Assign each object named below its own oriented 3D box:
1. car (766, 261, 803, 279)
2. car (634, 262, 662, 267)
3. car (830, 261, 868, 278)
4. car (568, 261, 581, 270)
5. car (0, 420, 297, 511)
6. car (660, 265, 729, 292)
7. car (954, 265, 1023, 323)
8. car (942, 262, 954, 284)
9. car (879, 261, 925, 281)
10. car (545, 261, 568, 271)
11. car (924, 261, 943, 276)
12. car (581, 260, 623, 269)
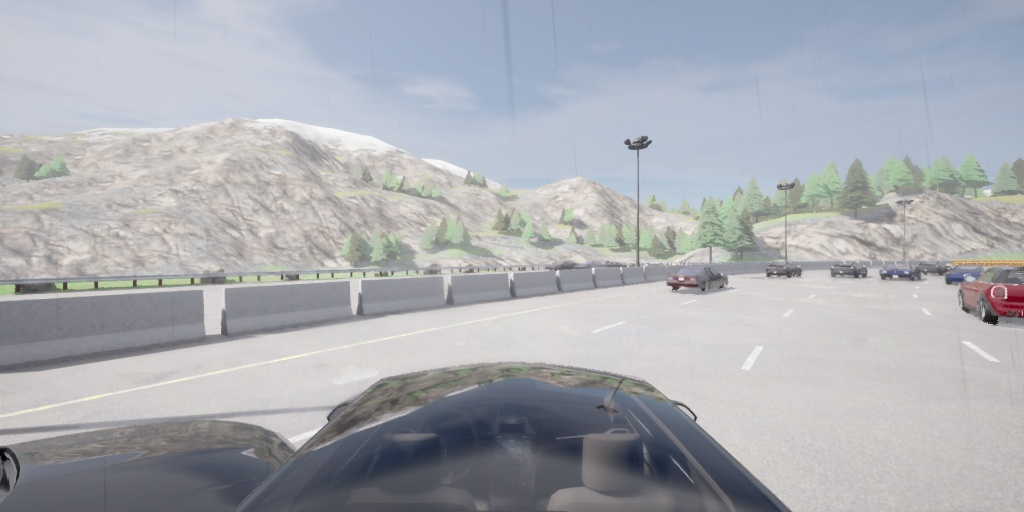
[{"bbox_3d":[25.193,1.241,33.166,4.902,1.511,2.128,0,0,-38],"label":"car"},{"bbox_3d":[14.875,1.351,38.704,4.718,1.301,1.895,0,0,-38],"label":"car"},{"bbox_3d":[31.370,1.242,33.367,4.902,1.511,2.128,0,0,-35],"label":"car"},{"bbox_3d":[9.701,1.298,43.518,5.357,1.411,2.033,0,0,-39],"label":"car"},{"bbox_3d":[-2.983,1.255,0.554,4.892,1.490,1.837,0,0,-45],"label":"car"},{"bbox_3d":[11.038,1.297,21.207,5.357,1.411,2.033,0,0,-43],"label":"car"},{"bbox_3d":[15.893,1.102,11.144,2.097,1.767,4.553,0,0,44],"label":"car"},{"bbox_3d":[32.640,1.314,25.633,4.181,1.385,1.994,0,0,-37],"label":"car"},{"bbox_3d":[32.286,1.351,29.746,4.718,1.301,1.895,0,0,-35],"label":"car"},{"bbox_3d":[6.569,1.298,45.466,5.357,1.411,2.033,0,0,-39],"label":"car"},{"bbox_3d":[43.308,1.242,36.891,4.902,1.511,2.128,0,0,-31],"label":"car"},{"bbox_3d":[10.289,1.242,39.451,4.902,1.511,2.128,0,0,-40],"label":"car"}]
